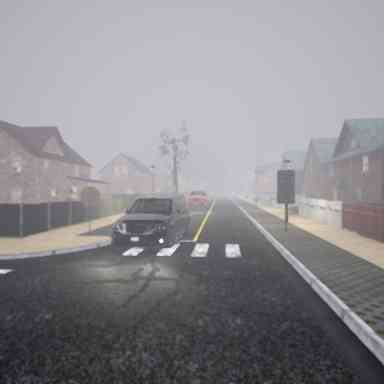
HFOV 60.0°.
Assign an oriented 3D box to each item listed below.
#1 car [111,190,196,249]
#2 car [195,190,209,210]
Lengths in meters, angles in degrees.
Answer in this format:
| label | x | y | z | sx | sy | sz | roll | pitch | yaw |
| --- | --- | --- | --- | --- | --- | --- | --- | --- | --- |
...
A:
| label | x | y | z | sx | sy | sz | roll | pitch | yaw |
| --- | --- | --- | --- | --- | --- | --- | --- | --- | --- |
| car | -1.487 | 1.179 | 14.337 | 2.150 | 2.045 | 5.566 | 0 | 2 | 11 |
| car | 0.708 | 0.775 | 36.844 | 2.150 | 2.045 | 5.566 | 0 | 1 | 5 |
